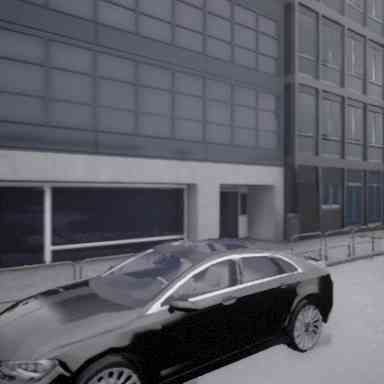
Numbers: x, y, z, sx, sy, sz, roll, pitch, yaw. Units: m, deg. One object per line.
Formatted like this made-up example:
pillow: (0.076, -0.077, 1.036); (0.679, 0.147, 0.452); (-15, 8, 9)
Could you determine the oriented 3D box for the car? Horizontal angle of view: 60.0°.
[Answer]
car: (-0.037, 1.478, 4.571); (4.902, 1.511, 2.128); (0, 0, -35)
